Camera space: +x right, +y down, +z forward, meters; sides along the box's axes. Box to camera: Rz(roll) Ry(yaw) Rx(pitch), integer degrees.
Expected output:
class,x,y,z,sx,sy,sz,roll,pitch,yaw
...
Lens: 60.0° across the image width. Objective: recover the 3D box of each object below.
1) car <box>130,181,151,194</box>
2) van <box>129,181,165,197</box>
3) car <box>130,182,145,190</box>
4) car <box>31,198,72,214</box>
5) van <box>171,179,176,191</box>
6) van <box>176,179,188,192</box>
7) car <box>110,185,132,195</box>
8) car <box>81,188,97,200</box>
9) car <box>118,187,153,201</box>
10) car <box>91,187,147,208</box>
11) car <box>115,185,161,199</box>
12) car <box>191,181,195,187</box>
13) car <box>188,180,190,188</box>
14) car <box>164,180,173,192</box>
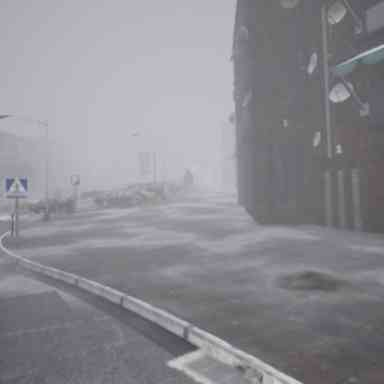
class,x,y,z,sx,sy,sz,roll,pitch,yaw
car,-9.273,-0.935,60.179,2.150,2.045,5.566,-2,3,7
van,-6.204,-0.084,42.945,4.442,1.987,1.878,-2,3,-13
car,-11.373,-1.246,69.899,1.812,1.442,4.674,-2,3,7
car,-12.569,1.193,30.315,1.895,1.301,4.718,-2,3,4
van,-5.337,-0.608,51.941,4.442,1.987,1.878,-2,4,-13
van,-3.656,-1.329,64.077,4.442,1.987,1.878,-2,3,-13
car,-12.620,-0.443,59.514,2.033,1.411,5.357,-2,3,7
car,-13.986,0.202,47.303,1.882,1.535,5.008,-2,3,7
car,-7.037,0.542,36.893,4.674,1.452,2.002,-2,4,-13
car,-7.412,0.681,33.877,4.892,1.521,2.231,-2,3,-13
car,-6.856,0.328,39.866,5.366,1.575,1.946,-2,4,-13
car,-1.603,-2.162,82.188,4.892,1.521,2.231,-2,3,-13
car,-3.433,-1.401,67.068,4.553,1.767,2.185,-2,3,-13
car,-5.980,-0.281,45.921,5.566,2.045,2.435,-2,4,-13
